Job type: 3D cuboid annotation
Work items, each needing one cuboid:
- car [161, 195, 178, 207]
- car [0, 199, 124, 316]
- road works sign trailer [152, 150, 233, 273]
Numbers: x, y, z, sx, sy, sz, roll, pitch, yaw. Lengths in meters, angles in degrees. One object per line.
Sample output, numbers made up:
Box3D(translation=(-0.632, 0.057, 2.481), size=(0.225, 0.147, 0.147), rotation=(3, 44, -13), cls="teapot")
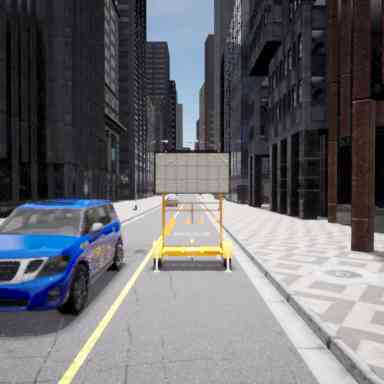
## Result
Box3D(translation=(-3.151, 1.486, 50.357), size=(2.128, 1.511, 4.902), rotation=(0, 0, 0), cls="car")
Box3D(translation=(-3.109, 1.219, 7.863), size=(2.150, 2.045, 5.566), rotation=(0, 0, 0), cls="car")
Box3D(translation=(0.009, 0.461, 10.671), size=(2.380, 3.560, 2.880), rotation=(0, 0, 0), cls="road works sign trailer")
